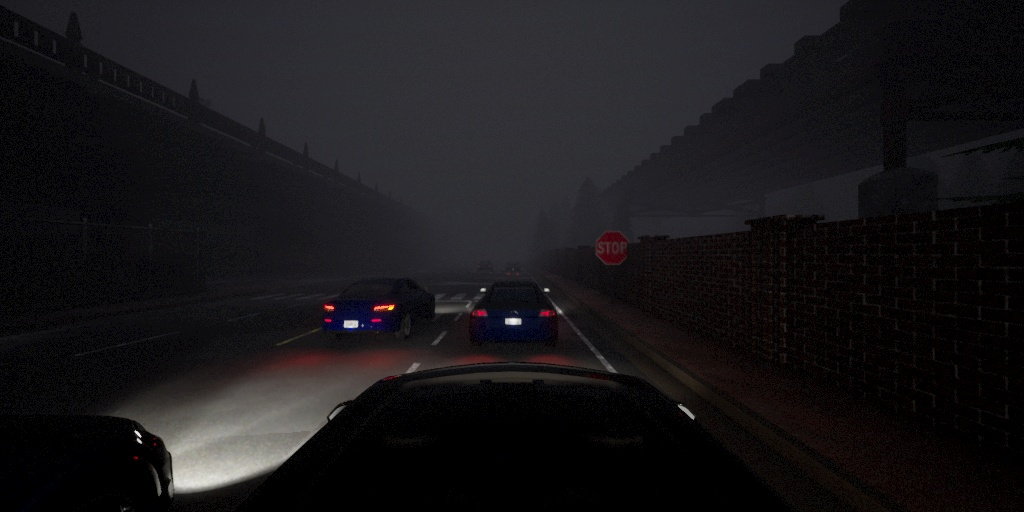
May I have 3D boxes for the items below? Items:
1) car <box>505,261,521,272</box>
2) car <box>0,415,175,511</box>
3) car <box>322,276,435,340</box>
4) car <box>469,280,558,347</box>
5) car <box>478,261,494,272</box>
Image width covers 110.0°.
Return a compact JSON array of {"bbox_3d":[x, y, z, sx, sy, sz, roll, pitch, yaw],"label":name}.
[{"bbox_3d":[0.111,1.346,46.174,1.895,1.301,4.718,0,0,-1],"label":"car"},{"bbox_3d":[-3.399,1.314,0.791,1.994,1.385,4.181,0,0,0],"label":"car"},{"bbox_3d":[-3.411,1.275,9.887,1.812,1.442,4.674,0,0,0],"label":"car"},{"bbox_3d":[0.071,1.313,9.363,1.994,1.385,4.181,0,0,1],"label":"car"},{"bbox_3d":[-3.384,1.293,45.993,2.033,1.411,5.357,0,0,-1],"label":"car"}]
